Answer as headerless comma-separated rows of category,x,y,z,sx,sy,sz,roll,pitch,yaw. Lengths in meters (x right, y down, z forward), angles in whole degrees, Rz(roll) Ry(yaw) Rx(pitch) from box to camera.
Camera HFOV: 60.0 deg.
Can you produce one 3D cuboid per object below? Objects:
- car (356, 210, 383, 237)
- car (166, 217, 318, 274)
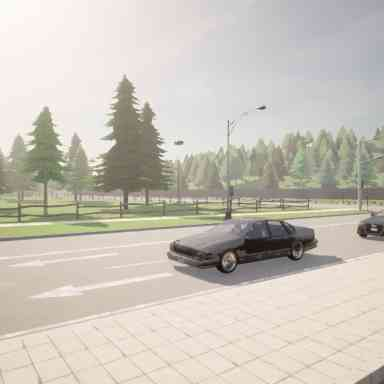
car,10.102,1.564,16.619,4.181,1.385,1.994,0,0,-35
car,1.861,1.547,10.826,5.357,1.411,2.033,0,0,-35
